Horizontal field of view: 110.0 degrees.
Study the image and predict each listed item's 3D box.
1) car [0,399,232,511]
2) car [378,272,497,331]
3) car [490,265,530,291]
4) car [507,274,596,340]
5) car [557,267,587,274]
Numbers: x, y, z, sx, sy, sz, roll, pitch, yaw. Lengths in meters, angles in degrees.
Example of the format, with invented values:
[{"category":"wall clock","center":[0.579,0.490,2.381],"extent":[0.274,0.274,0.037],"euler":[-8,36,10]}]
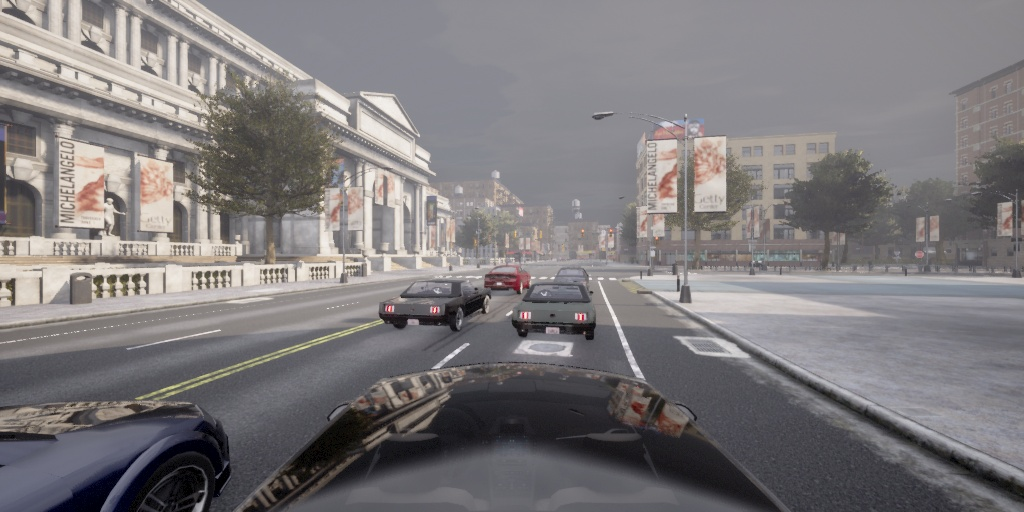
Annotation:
[{"category":"car","center":[-3.157,1.314,1.070],"extent":[1.994,1.385,4.181],"euler":[0,0,-2]},{"category":"car","center":[-2.019,1.351,11.058],"extent":[1.895,1.301,4.718],"euler":[0,0,11]},{"category":"car","center":[-0.133,1.228,20.209],"extent":[1.882,1.535,5.008],"euler":[0,0,12]},{"category":"car","center":[1.325,1.351,10.048],"extent":[1.895,1.301,4.718],"euler":[0,0,11]},{"category":"car","center":[3.260,1.297,19.398],"extent":[2.033,1.411,5.357],"euler":[0,0,12]}]
